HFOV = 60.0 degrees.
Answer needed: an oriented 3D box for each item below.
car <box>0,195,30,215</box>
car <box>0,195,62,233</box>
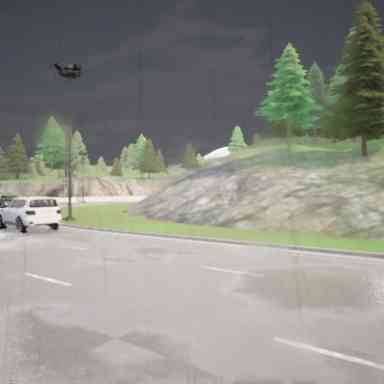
[{"bbox_3d":[-20.131,1.402,37.733,2.150,2.045,5.566,0,0,-16],"label":"car"},{"bbox_3d":[-10.167,1.319,20.704,5.566,2.045,2.150,0,0,44],"label":"car"}]
